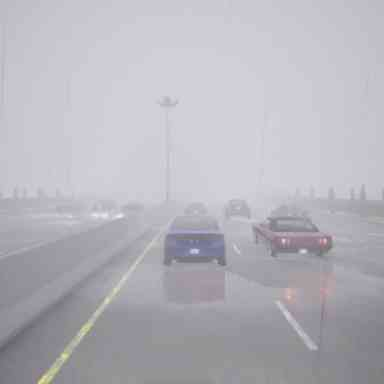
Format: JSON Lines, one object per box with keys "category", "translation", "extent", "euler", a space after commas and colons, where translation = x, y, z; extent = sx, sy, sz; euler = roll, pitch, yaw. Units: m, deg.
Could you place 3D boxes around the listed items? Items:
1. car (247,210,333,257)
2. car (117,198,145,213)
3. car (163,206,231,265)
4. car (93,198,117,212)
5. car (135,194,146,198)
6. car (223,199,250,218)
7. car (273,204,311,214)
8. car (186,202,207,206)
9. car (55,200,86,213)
{"category": "car", "translation": [3.598, 1.608, 12.911], "extent": [1.895, 1.301, 4.718], "euler": [0, 0, 0]}
{"category": "car", "translation": [-6.618, 1.620, 37.344], "extent": [1.895, 1.301, 4.718], "euler": [0, 0, 2]}
{"category": "car", "translation": [0.091, 1.484, 11.716], "extent": [1.882, 1.535, 5.008], "euler": [0, 0, 0]}
{"category": "car", "translation": [-10.070, 1.511, 38.907], "extent": [2.128, 1.511, 4.902], "euler": [0, 0, 2]}
{"category": "car", "translation": [-12.313, 1.184, 79.649], "extent": [2.097, 1.767, 4.553], "euler": [0, 0, 2]}
{"category": "car", "translation": [3.864, 1.367, 29.455], "extent": [2.097, 1.767, 4.553], "euler": [0, 0, 2]}
{"category": "car", "translation": [7.235, 1.561, 24.647], "extent": [2.033, 1.411, 5.357], "euler": [0, 0, 1]}
{"category": "car", "translation": [0.382, 1.579, 30.147], "extent": [1.994, 1.385, 4.181], "euler": [0, 0, 2]}
{"category": "car", "translation": [-13.614, 1.620, 37.529], "extent": [1.895, 1.301, 4.718], "euler": [0, 0, 2]}
